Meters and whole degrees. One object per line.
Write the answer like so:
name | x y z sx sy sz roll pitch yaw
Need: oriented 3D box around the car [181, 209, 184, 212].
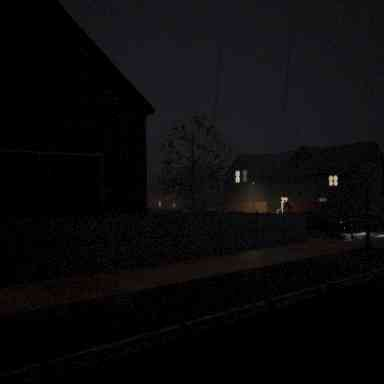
car | 0.167 2.173 37.809 1.812 1.442 4.674 -1 -1 -36

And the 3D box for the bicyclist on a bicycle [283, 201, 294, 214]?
bicyclist on a bicycle | 8.838 1.646 30.682 1.656 1.620 0.582 -1 0 -36

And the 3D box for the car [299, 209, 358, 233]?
car | 8.312 1.829 21.390 1.994 1.385 4.181 -1 -1 -35

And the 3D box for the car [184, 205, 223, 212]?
car | 1.573 2.064 30.778 1.812 1.442 4.674 -1 -1 -35

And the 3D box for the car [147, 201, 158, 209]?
car | -6.353 2.085 41.848 2.150 2.045 5.566 -1 -1 -35
